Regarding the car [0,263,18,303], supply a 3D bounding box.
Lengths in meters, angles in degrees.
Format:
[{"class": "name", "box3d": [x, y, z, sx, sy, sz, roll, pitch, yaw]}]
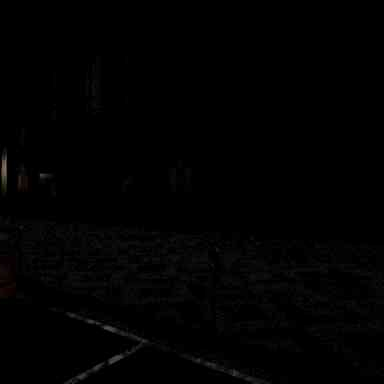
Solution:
[{"class": "car", "box3d": [-5.460, 1.524, 6.877, 4.829, 1.417, 1.752, 0, 0, 36]}]
